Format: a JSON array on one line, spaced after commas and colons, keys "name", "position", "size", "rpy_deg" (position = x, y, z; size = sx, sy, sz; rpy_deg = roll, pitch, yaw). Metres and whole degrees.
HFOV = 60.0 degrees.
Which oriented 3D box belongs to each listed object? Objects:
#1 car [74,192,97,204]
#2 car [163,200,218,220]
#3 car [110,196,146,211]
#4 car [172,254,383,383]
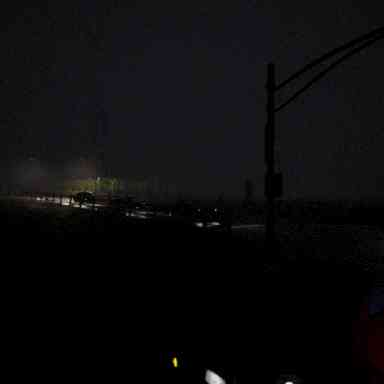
[{"name": "car", "position": [-14.231, 0.767, 44.259], "size": [1.837, 1.490, 4.892], "rpy_deg": [0, 2, -35]}, {"name": "car", "position": [-0.169, 1.289, 24.436], "size": [1.895, 1.301, 4.718], "rpy_deg": [0, 1, -35]}, {"name": "car", "position": [-6.423, 1.100, 33.240], "size": [1.895, 1.301, 4.718], "rpy_deg": [0, 1, -35]}, {"name": "car", "position": [1.839, 1.577, 4.246], "size": [4.181, 1.385, 1.994], "rpy_deg": [0, 0, -35]}]
